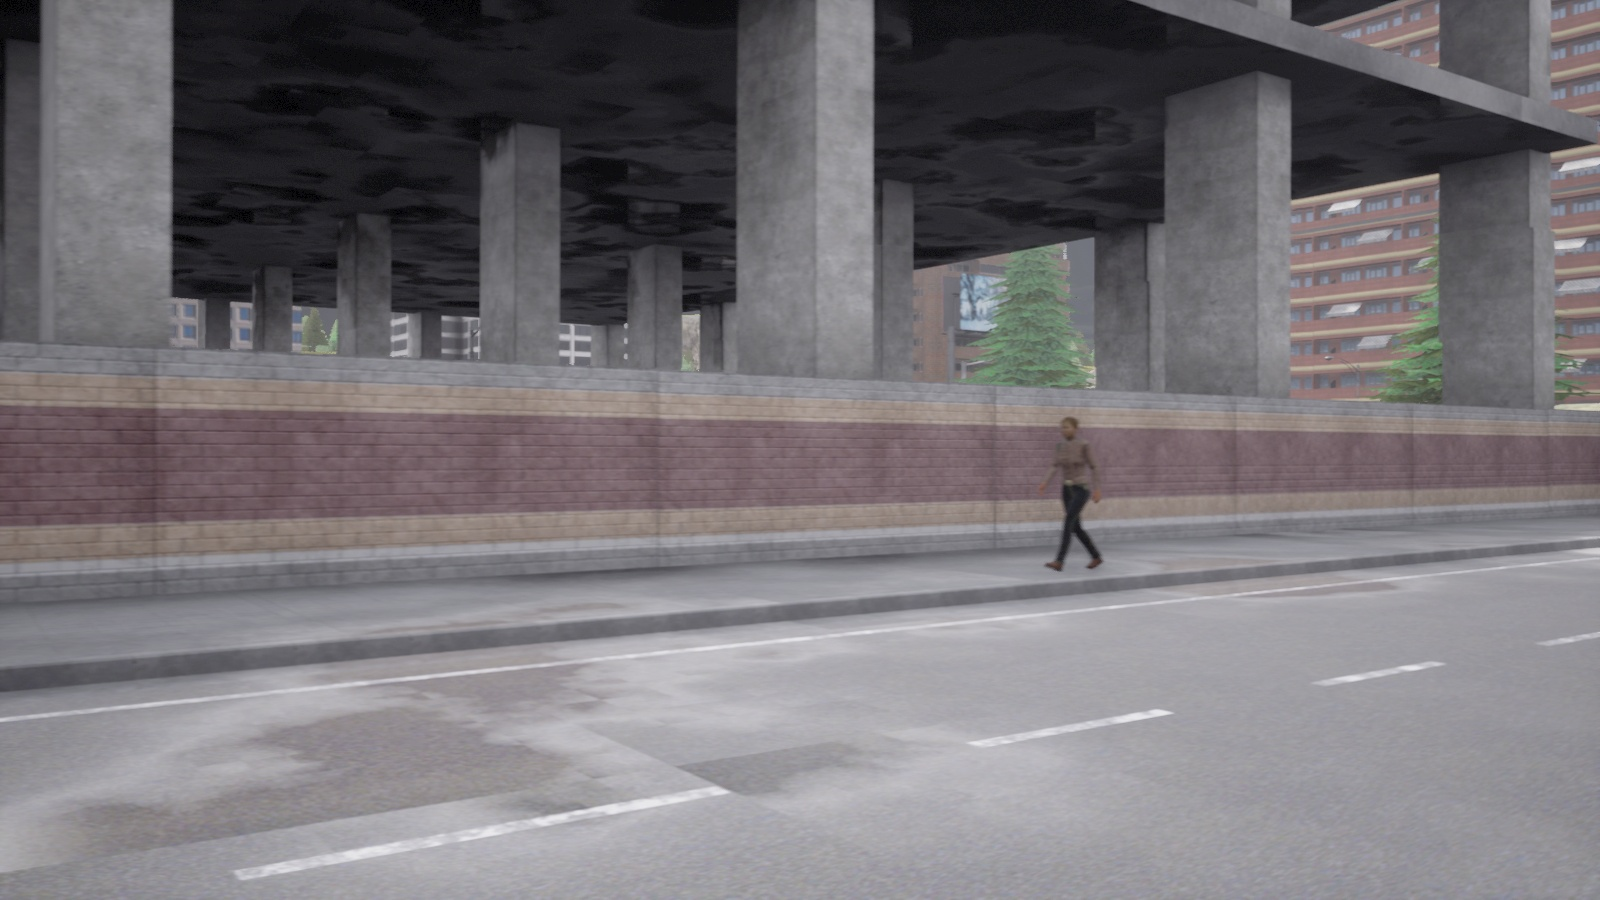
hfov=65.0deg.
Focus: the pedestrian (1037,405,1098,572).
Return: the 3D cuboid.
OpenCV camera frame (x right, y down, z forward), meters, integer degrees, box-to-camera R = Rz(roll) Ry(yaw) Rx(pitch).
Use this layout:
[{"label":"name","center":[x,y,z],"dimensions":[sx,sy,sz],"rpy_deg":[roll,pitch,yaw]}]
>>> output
[{"label":"pedestrian","center":[3.023,0.427,14.165],"dimensions":[0.634,1.846,0.331],"rpy_deg":[0,0,-36]}]
